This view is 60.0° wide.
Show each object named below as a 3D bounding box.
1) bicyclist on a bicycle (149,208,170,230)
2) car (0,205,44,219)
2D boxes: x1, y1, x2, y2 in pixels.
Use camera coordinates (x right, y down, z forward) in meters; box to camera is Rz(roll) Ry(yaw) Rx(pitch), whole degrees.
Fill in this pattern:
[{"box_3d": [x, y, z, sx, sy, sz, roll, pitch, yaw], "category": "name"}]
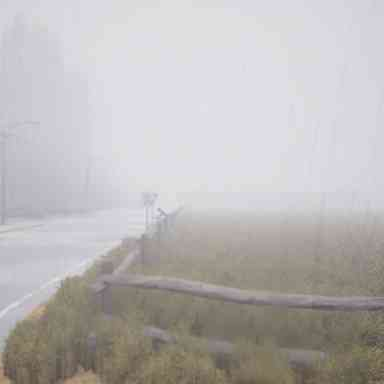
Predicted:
[{"box_3d": [-1.958, 1.829, 21.396, 1.656, 1.620, 0.582, 0, -1, 0], "category": "bicyclist on a bicycle"}, {"box_3d": [-17.803, 2.097, 34.846, 4.181, 1.385, 1.994, 0, -1, -1], "category": "car"}]
